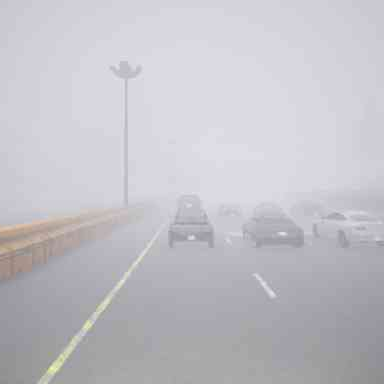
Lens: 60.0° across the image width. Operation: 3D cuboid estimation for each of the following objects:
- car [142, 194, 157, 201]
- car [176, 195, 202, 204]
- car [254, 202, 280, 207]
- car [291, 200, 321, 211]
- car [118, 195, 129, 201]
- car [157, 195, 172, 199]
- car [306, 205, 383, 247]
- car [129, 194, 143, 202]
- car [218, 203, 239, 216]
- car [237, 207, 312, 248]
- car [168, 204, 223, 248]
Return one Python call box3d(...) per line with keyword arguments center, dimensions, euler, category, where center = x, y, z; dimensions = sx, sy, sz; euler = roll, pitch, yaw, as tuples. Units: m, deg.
box3d(center=(-8.936, 1.493, 76.695), dimensions=(2.128, 1.511, 4.902), euler=(0, 0, 14), category="car")
box3d(center=(-0.244, 1.255, 29.745), dimensions=(2.150, 2.045, 5.566), euler=(0, 0, -1), category="car")
box3d(center=(6.756, 1.561, 29.804), dimensions=(2.033, 1.411, 5.357), euler=(0, 0, -1), category="car")
box3d(center=(10.256, 1.514, 29.848), dimensions=(1.837, 1.490, 4.892), euler=(0, 0, -1), category="car")
box3d(center=(-15.653, 1.499, 78.669), dimensions=(2.033, 1.411, 5.357), euler=(0, 0, 14), category="car")
box3d(center=(-5.578, 1.449, 75.708), dimensions=(1.882, 1.535, 5.008), euler=(0, 0, 14), category="car")
box3d(center=(6.946, 1.530, 14.805), dimensions=(1.812, 1.442, 4.674), euler=(0, 0, -1), category="car")
box3d(center=(-12.287, 1.319, 77.711), dimensions=(2.097, 1.767, 4.553), euler=(0, 0, 14), category="car")
box3d(center=(3.256, 1.614, 29.789), dimensions=(1.895, 1.301, 4.718), euler=(0, 0, -1), category="car")
box3d(center=(3.446, 1.570, 14.760), dimensions=(1.994, 1.385, 4.181), euler=(0, 0, -1), category="car")
box3d(center=(-0.054, 1.492, 14.716), dimensions=(2.128, 1.511, 4.902), euler=(0, 0, -1), category="car")
